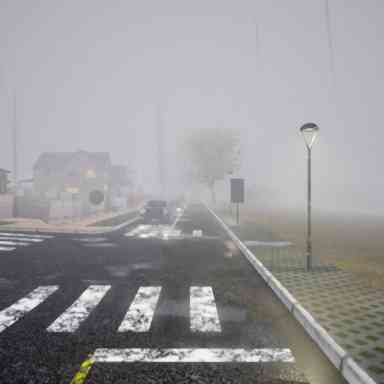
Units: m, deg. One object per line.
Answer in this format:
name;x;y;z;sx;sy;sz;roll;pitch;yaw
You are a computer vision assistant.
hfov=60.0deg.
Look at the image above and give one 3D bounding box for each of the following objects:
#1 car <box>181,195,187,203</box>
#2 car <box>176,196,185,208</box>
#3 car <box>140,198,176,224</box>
car;-2.208;1.538;72.545;1.837;1.490;4.892;0;0;0
car;-2.420;1.585;46.694;1.994;1.385;4.181;0;0;0
car;-2.597;1.358;25.011;2.097;1.767;4.553;0;0;0
